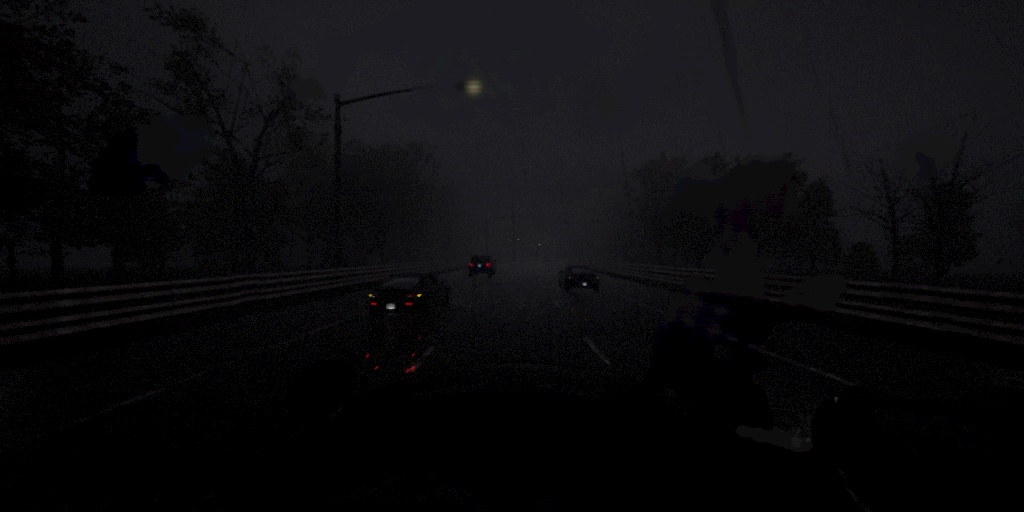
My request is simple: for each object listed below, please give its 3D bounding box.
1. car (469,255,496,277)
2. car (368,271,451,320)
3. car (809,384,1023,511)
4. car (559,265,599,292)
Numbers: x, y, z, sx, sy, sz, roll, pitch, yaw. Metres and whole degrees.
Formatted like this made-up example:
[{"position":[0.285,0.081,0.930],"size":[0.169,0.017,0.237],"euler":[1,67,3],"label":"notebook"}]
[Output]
[{"position":[-2.760,0.936,34.260],"size":[2.150,2.045,5.566],"euler":[0,0,2],"label":"car"},{"position":[-3.407,1.261,12.535],"size":[1.812,1.442,4.674],"euler":[0,0,1],"label":"car"},{"position":[3.628,1.315,1.422],"size":[1.994,1.385,4.181],"euler":[0,0,0],"label":"car"},{"position":[3.810,1.250,20.779],"size":[1.812,1.442,4.674],"euler":[0,0,2],"label":"car"}]
